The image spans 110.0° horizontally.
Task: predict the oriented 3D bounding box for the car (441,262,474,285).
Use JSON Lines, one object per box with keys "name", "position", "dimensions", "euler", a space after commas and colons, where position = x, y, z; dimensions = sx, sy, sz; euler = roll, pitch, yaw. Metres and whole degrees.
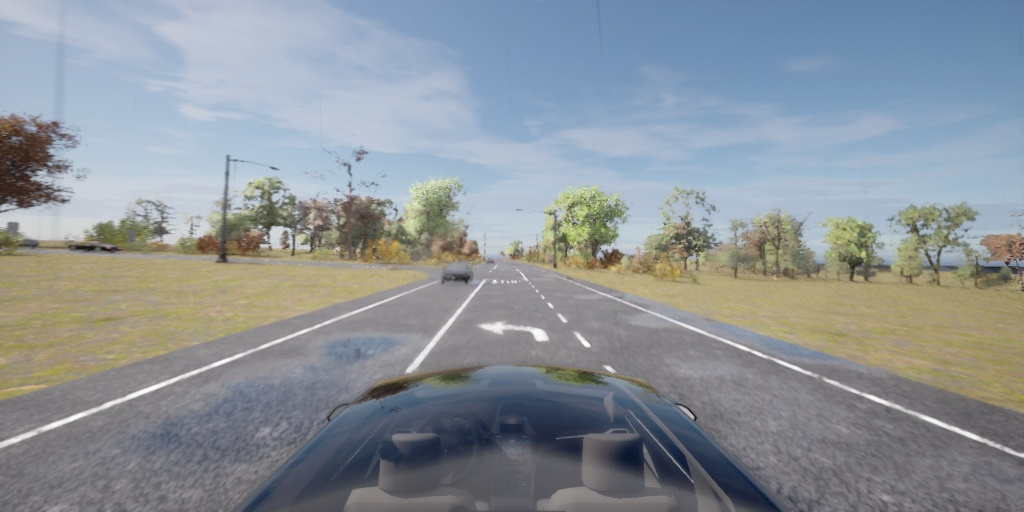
{"name": "car", "position": [-3.874, 1.185, 26.033], "dimensions": [1.882, 1.535, 5.008], "euler": [1, 0, -1]}
